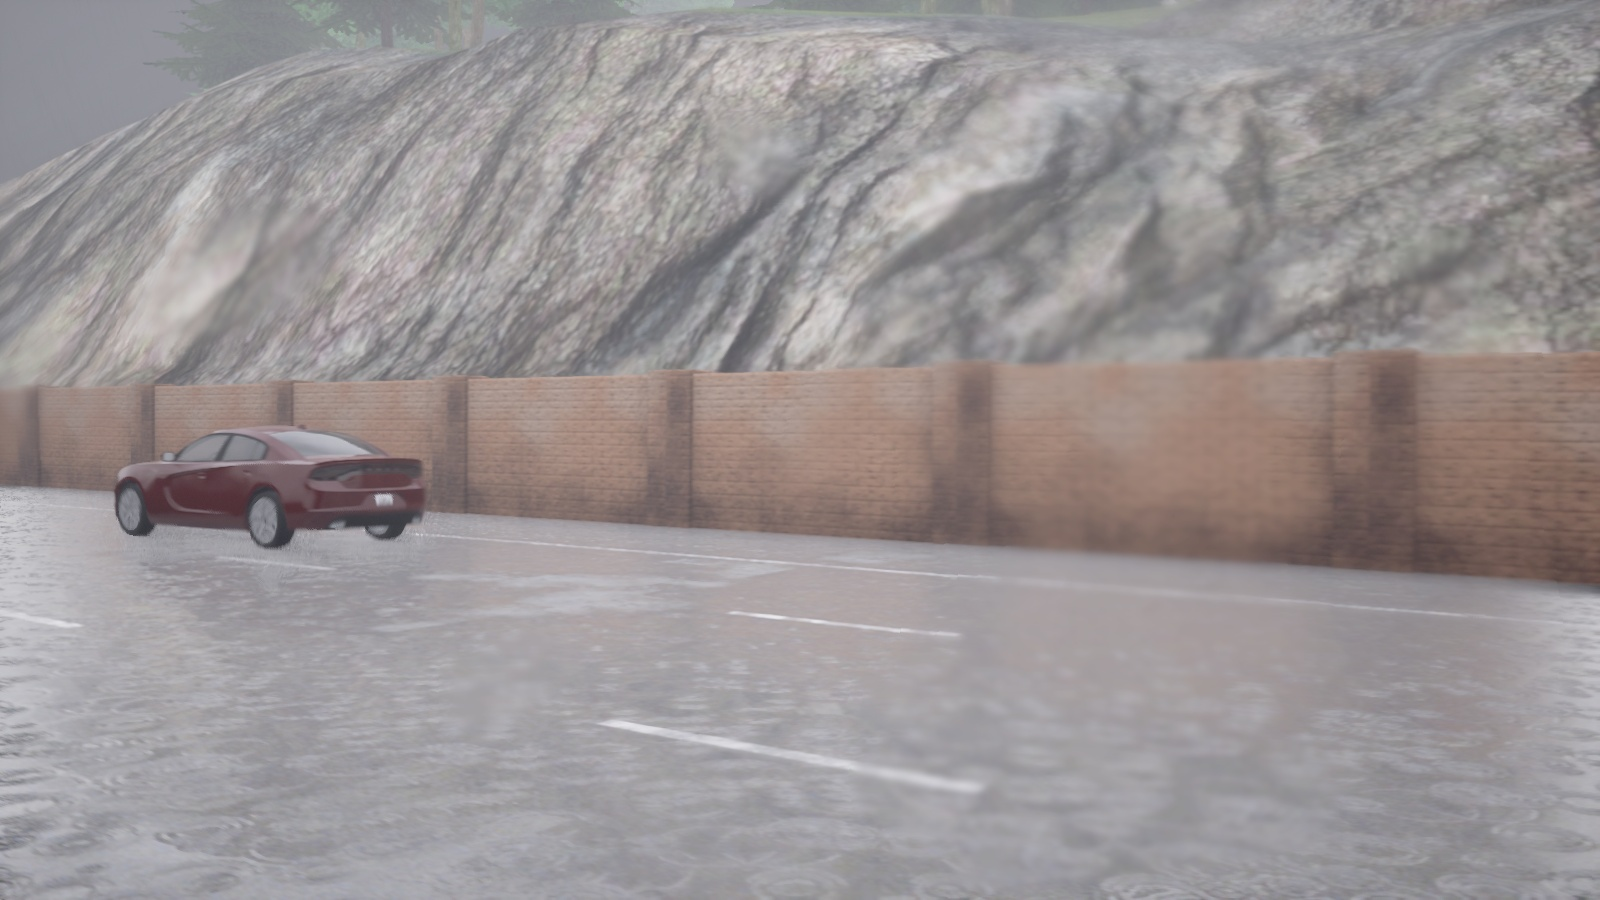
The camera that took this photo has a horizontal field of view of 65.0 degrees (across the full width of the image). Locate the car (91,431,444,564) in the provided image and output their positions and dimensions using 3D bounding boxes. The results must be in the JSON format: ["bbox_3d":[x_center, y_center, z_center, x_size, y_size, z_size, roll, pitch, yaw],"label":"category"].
[{"bbox_3d":[-7.207,0.546,16.812,5.008,1.535,1.882,0,1,34],"label":"car"}]
